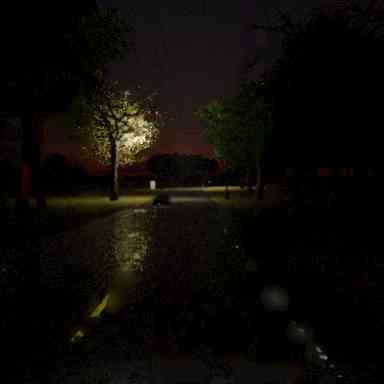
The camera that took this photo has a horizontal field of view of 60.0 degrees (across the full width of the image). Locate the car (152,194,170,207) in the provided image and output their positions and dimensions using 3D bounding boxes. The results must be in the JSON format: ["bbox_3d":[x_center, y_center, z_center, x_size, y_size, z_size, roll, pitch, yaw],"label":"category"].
[{"bbox_3d":[-3.586,0.925,39.545,2.033,1.411,5.357,0,1,0],"label":"car"}]
